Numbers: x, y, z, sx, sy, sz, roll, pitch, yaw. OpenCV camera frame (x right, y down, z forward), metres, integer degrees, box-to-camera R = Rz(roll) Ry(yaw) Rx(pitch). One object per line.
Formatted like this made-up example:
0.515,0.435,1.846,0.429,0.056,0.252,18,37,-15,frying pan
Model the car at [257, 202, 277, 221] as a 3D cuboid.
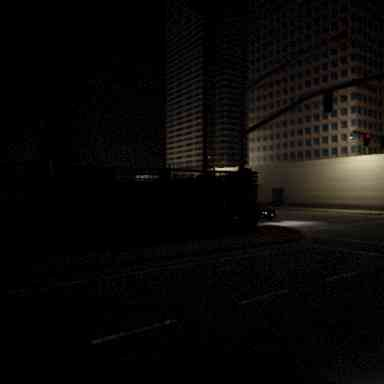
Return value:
4.461,1.418,26.084,1.837,1.490,4.892,0,0,-34,car
